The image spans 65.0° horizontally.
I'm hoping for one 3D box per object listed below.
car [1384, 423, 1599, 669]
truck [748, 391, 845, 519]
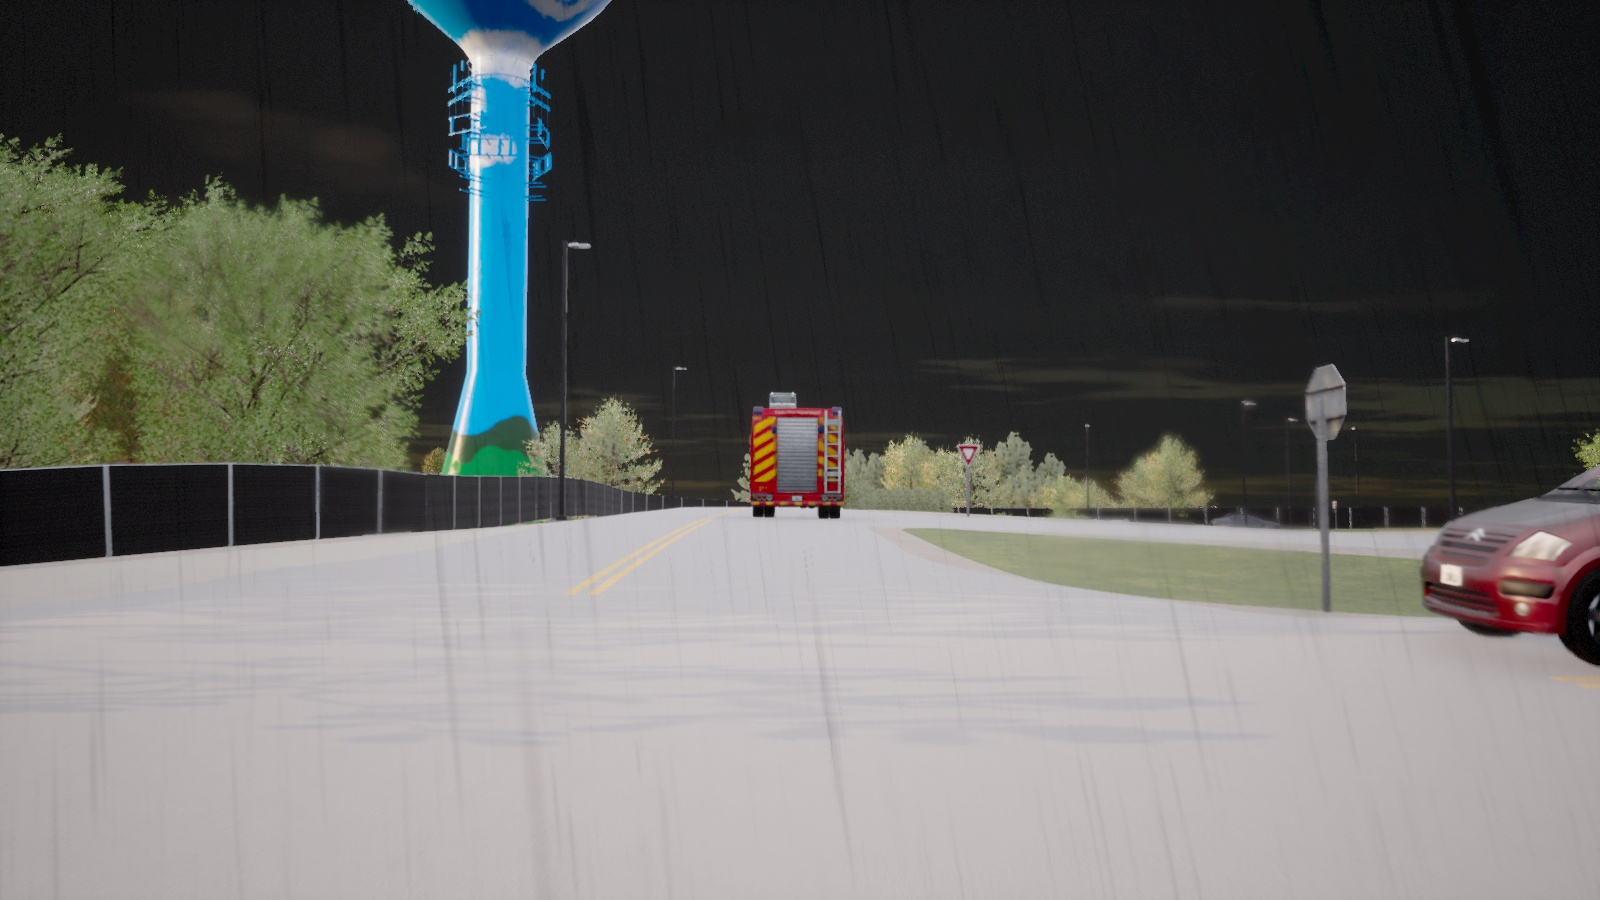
[{"bbox_3d":[6.699,0.636,9.189,3.988,1.617,1.851,0,0,0],"label":"car"},{"bbox_3d":[-0.150,0.283,42.045,2.891,3.827,8.468,0,-2,-1],"label":"truck"}]
